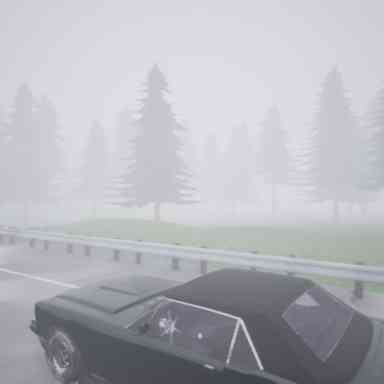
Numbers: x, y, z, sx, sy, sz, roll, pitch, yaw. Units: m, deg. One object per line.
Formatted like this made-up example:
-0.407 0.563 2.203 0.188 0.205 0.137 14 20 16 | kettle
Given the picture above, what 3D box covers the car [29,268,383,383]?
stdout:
0.232 1.594 3.731 4.718 1.301 1.895 0 0 35 | car
